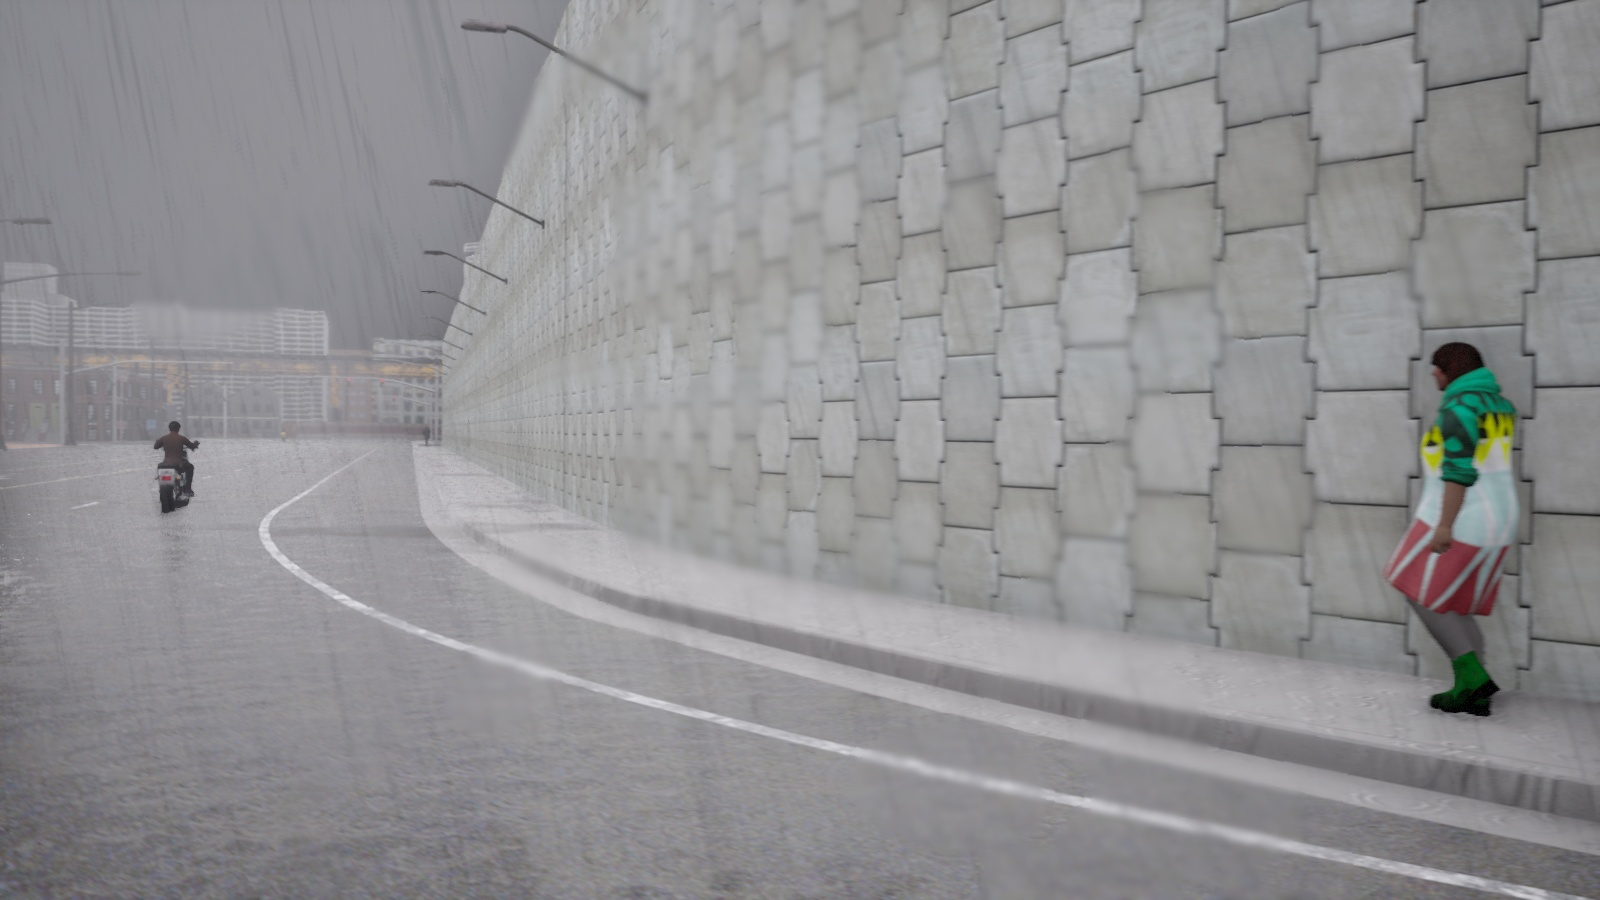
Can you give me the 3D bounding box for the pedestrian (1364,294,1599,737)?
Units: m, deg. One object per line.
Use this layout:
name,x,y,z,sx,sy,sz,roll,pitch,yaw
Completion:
pedestrian,3.316,0.283,6.076,0.659,1.952,0.873,-1,1,-42

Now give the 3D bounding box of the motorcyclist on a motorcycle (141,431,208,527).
motorcyclist on a motorcycle,-11.324,0.490,22.794,0.766,1.649,2.350,0,0,-19
